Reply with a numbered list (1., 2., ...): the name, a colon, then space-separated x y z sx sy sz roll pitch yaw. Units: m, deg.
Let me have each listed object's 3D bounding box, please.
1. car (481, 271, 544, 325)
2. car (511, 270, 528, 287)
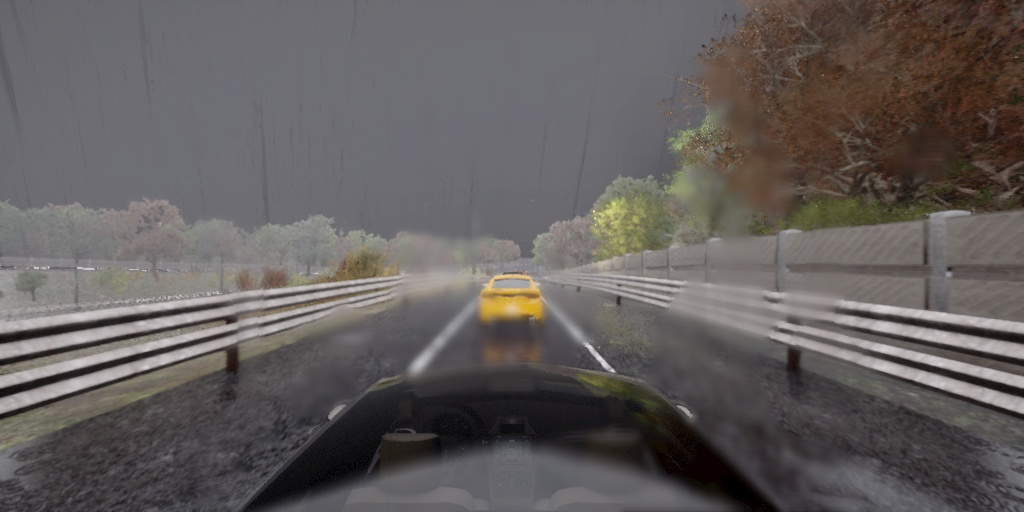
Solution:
1. car: 0.010 1.393 12.512 1.882 1.535 5.008 0 -1 0
2. car: 1.066 3.003 48.238 2.150 2.045 5.566 0 -3 4
